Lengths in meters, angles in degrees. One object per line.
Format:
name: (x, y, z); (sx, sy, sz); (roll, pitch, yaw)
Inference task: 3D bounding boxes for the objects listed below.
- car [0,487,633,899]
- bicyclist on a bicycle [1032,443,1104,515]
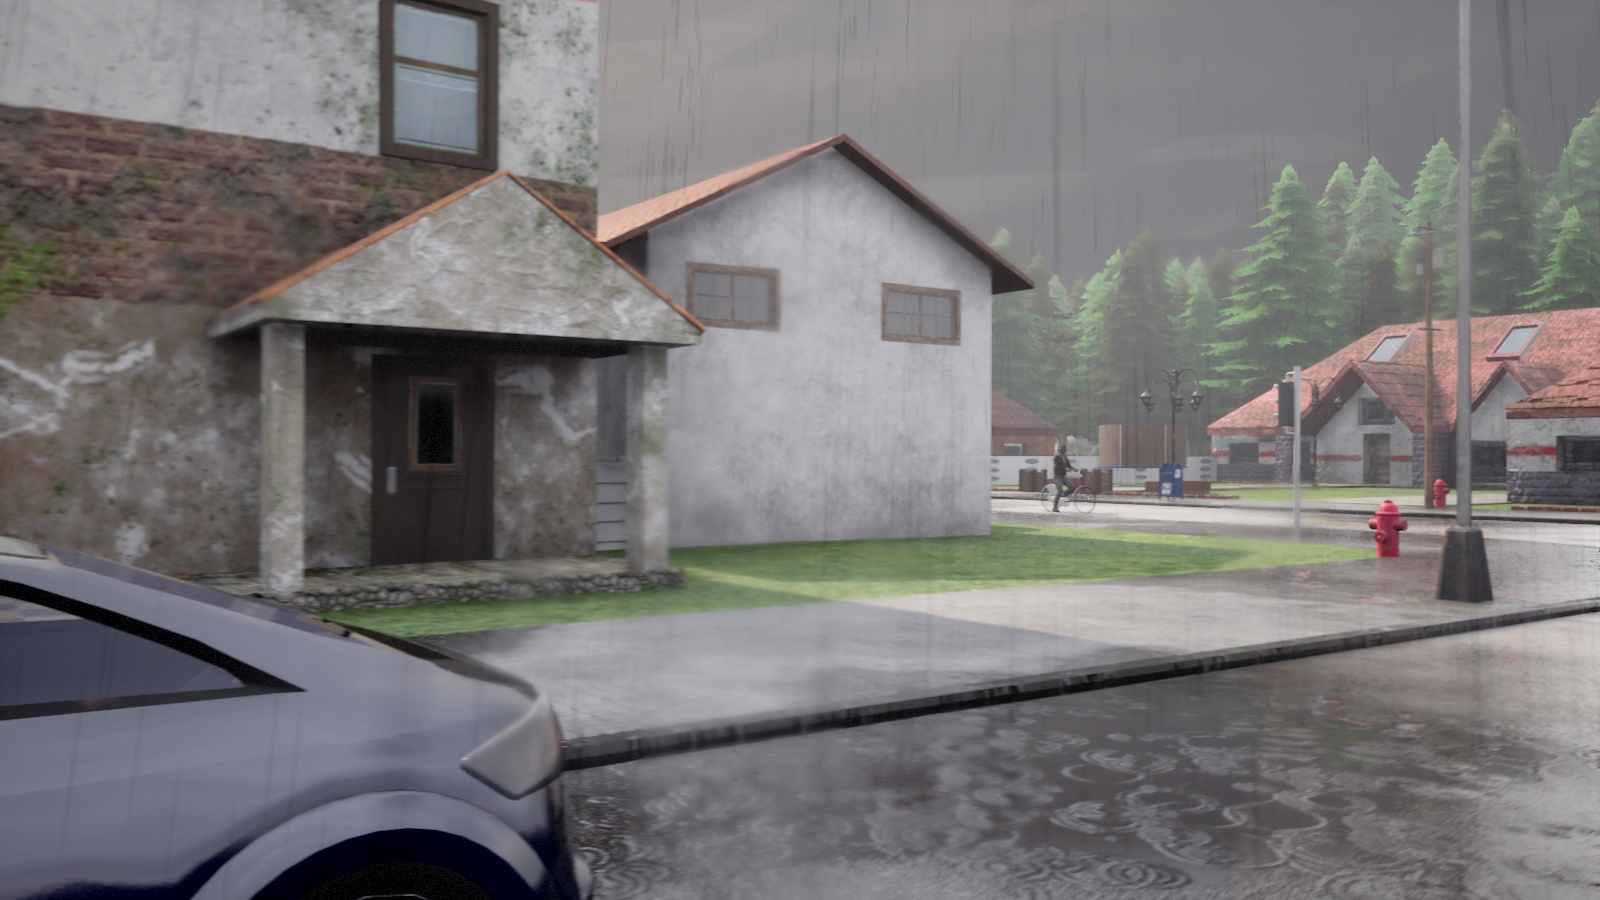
car: (-2.656, 0.819, 2.407); (4.181, 1.385, 1.994); (0, 0, -35)
bicyclist on a bicycle: (6.813, 0.719, 32.003); (0.659, 1.776, 1.843); (0, 0, -35)
